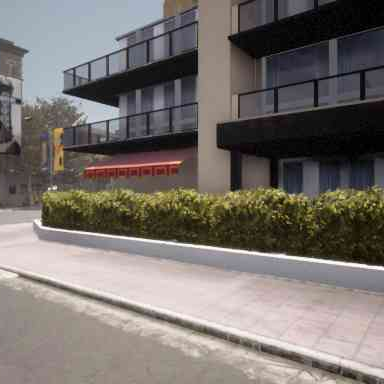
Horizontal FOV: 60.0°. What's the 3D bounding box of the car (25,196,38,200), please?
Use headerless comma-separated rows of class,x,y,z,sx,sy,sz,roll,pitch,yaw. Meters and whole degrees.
car,-34.539,1.481,68.283,4.892,1.521,2.231,0,0,37
